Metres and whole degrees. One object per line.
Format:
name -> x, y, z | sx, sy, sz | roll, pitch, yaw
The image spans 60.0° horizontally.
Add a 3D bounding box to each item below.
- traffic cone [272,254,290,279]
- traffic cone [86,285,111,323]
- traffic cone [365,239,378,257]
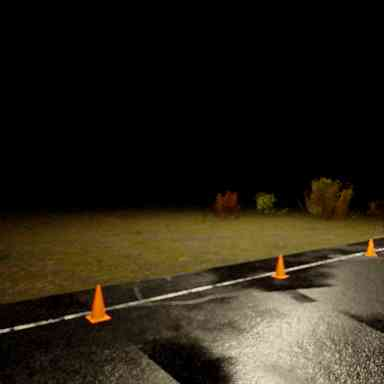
traffic cone -> 2.362, 1.959, 8.863 | 0.340, 0.580, 0.340 | 0, 0, -36
traffic cone -> -1.665, 1.958, 5.938 | 0.340, 0.580, 0.340 | 0, 0, -36
traffic cone -> 6.366, 1.959, 11.817 | 0.340, 0.580, 0.340 | 0, 0, -37
